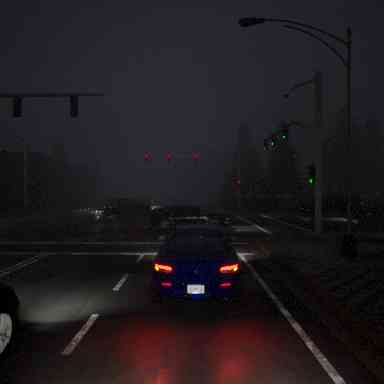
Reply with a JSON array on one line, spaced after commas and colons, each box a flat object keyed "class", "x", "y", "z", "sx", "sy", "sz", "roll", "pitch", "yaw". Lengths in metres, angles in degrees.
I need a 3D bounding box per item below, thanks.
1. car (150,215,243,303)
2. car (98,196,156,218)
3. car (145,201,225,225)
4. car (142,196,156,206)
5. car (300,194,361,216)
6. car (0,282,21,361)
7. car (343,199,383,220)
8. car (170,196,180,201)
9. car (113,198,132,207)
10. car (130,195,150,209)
[{"class": "car", "x": 0.130, "y": 1.526, "z": 8.088, "sx": 1.812, "sy": 1.442, "sz": 4.674, "roll": 0, "pitch": 0, "yaw": 2}, {"class": "car", "x": -5.832, "y": 1.352, "z": 30.550, "sx": 2.097, "sy": 1.767, "sz": 4.553, "roll": 0, "pitch": 0, "yaw": 37}, {"class": "car", "x": -0.171, "y": 1.505, "z": 20.497, "sx": 4.892, "sy": 1.490, "sz": 1.837, "roll": 0, "pitch": 0, "yaw": 1}, {"class": "car", "x": -7.136, "y": 1.505, "z": 55.495, "sx": 1.837, "sy": 1.490, "sz": 4.892, "roll": 0, "pitch": 0, "yaw": 0}, {"class": "car", "x": 13.062, "y": 1.222, "z": 31.107, "sx": 5.566, "sy": 2.045, "sz": 2.150, "roll": 0, "pitch": 0, "yaw": 0}, {"class": "car", "x": -3.442, "y": 1.505, "z": 2.954, "sx": 1.837, "sy": 1.490, "sz": 4.892, "roll": 0, "pitch": 0, "yaw": 0}, {"class": "car", "x": 15.883, "y": 1.547, "z": 27.608, "sx": 5.357, "sy": 1.411, "sz": 2.033, "roll": 0, "pitch": 0, "yaw": 0}, {"class": "car", "x": -3.483, "y": 1.477, "z": 69.597, "sx": 1.882, "sy": 1.535, "sz": 5.008, "roll": 0, "pitch": 0, "yaw": 0}, {"class": "car", "x": -10.648, "y": 1.601, "z": 51.392, "sx": 1.895, "sy": 1.301, "sz": 4.718, "roll": 0, "pitch": 0, "yaw": 0}, {"class": "car", "x": -7.149, "y": 1.352, "z": 46.353, "sx": 2.097, "sy": 1.767, "sz": 4.553, "roll": 0, "pitch": 0, "yaw": 0}]
